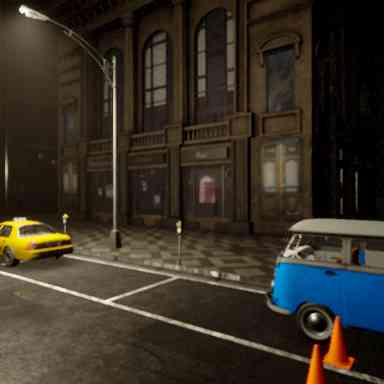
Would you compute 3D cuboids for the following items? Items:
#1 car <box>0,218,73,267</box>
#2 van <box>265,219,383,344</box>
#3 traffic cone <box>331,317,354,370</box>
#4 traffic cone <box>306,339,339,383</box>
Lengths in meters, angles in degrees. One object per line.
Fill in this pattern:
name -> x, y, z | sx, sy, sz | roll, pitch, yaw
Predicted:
car -> -6.092, 1.571, 11.513 | 4.829, 1.417, 1.752 | 0, 0, 36
van -> 3.155, 1.342, 4.834 | 3.998, 1.788, 1.690 | 0, 0, 36
traffic cone -> 1.942, 1.959, 4.429 | 0.340, 0.580, 0.340 | 0, 0, 36
traffic cone -> 1.357, 1.959, 3.619 | 0.340, 0.580, 0.340 | 0, 0, 36
